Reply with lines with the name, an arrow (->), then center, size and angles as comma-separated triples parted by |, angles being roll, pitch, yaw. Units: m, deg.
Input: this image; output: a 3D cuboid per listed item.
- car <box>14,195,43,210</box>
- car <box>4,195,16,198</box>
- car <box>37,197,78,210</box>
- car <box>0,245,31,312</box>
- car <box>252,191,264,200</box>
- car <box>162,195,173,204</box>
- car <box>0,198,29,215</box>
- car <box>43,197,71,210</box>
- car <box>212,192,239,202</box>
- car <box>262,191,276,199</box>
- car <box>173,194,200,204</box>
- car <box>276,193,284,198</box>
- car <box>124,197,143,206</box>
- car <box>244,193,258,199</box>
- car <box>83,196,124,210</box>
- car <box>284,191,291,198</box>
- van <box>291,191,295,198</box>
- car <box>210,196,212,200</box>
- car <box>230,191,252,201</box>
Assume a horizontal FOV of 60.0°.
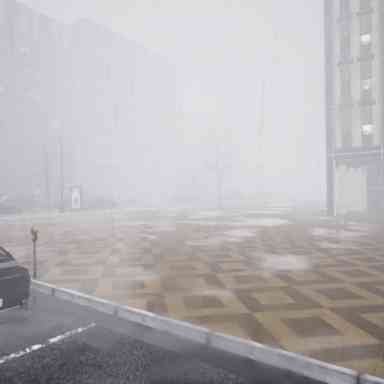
car -> -20.198, 1.221, 37.691 | 2.192, 1.841, 5.009 | 0, 0, 36
car -> -20.612, 1.379, 32.700 | 1.882, 1.535, 5.008 | -1, 0, 37
car -> -16.952, 1.408, 42.167 | 1.887, 1.381, 4.507 | 0, 0, 36
car -> -4.903, 1.552, 6.548 | 4.403, 1.369, 2.008 | 0, -1, 36
car -> 12.538, 1.041, 68.577 | 1.802, 1.307, 4.206 | -1, 0, 36
car -> -3.155, 1.168, 56.707 | 2.128, 1.511, 4.902 | -1, 0, 37
car -> -16.655, 1.408, 28.296 | 1.802, 1.307, 4.206 | -1, 0, 36
car -> -15.043, 1.354, 40.392 | 1.812, 1.442, 4.674 | -1, 0, 36
car -> 6.050, 1.088, 59.626 | 2.008, 1.369, 4.403 | -1, 0, 36
car -> 15.779, 0.735, 73.053 | 2.192, 1.841, 5.009 | -1, 0, 36
car -> -0.438, 1.057, 50.674 | 1.967, 1.590, 4.097 | -1, 0, 36
car -> 19.025, 0.933, 77.528 | 2.008, 1.369, 4.403 | -1, 0, 36
car -> -9.330, 1.355, 48.271 | 1.895, 1.301, 4.718 | -1, 0, 36
car -> 15.485, 1.033, 86.923 | 1.947, 1.339, 4.313 | -1, 0, 36
car -> -10.169, 1.181, 37.248 | 1.967, 1.590, 4.097 | -1, 0, 36
car -> 22.269, 0.927, 82.004 | 1.802, 1.307, 4.206 | -1, 0, 36
van -> 25.510, 0.649, 86.480 | 1.690, 1.788, 3.998 | -1, 0, 36
car -> 5.752, 1.022, 73.496 | 1.967, 1.590, 4.097 | -1, 0, 36
car -> 9.294, 1.043, 64.102 | 1.887, 1.381, 4.507 | -1, 0, 36
